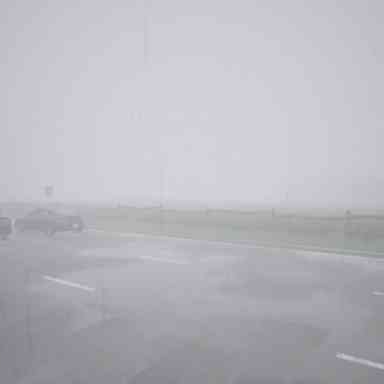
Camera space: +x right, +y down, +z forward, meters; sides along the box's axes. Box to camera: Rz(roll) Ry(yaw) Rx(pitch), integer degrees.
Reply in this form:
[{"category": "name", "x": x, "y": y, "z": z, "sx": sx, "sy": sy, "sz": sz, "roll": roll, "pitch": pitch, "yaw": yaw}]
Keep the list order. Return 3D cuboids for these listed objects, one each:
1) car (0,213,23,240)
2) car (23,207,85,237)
[{"category": "car", "x": -10.424, "y": 1.496, "z": 15.729, "sx": 4.902, "sy": 1.511, "sz": 2.128, "roll": 0, "pitch": 0, "yaw": 36}, {"category": "car", "x": -7.743, "y": 1.530, "z": 18.098, "sx": 4.674, "sy": 1.442, "sz": 1.812, "roll": 0, "pitch": 0, "yaw": 35}]
